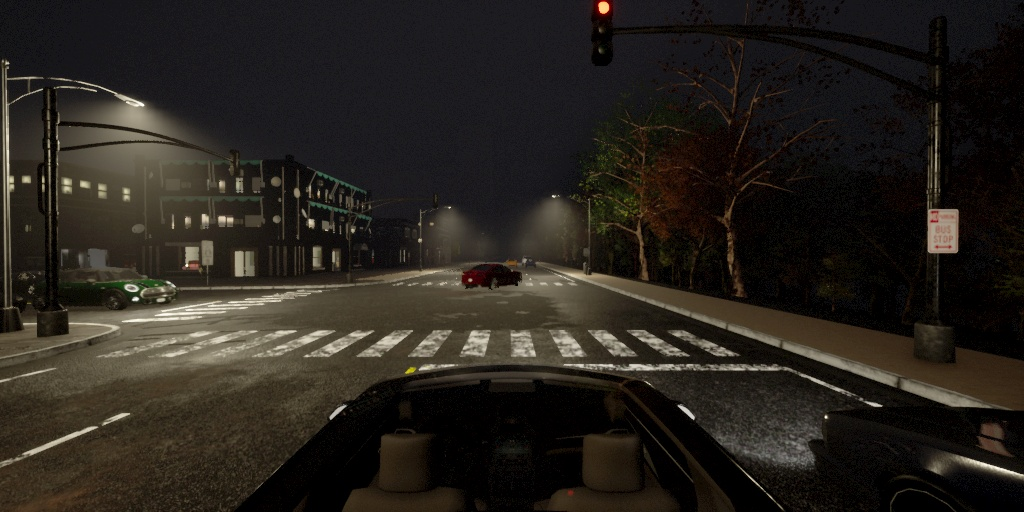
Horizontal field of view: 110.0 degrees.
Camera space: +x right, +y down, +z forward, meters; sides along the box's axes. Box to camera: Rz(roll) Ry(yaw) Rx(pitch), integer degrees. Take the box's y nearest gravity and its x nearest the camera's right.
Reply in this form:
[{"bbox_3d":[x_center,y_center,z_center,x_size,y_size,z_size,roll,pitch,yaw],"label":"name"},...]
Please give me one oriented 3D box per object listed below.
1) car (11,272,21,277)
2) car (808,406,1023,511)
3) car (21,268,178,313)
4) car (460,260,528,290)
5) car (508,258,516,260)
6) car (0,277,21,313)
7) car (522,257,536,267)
[{"bbox_3d":[-28.317,1.559,21.037,4.403,1.370,2.007,0,0,0],"label":"car"},{"bbox_3d":[3.353,1.298,0.426,2.033,1.411,5.357,0,0,0],"label":"car"},{"bbox_3d":[-17.002,1.290,15.147,4.553,1.767,2.097,-1,1,2],"label":"car"},{"bbox_3d":[-1.156,1.222,22.414,1.882,1.535,5.008,1,1,30],"label":"car"},{"bbox_3d":[-0.021,1.204,63.034,1.882,1.535,5.008,0,0,0],"label":"car"},{"bbox_3d":[-19.968,1.564,12.541,4.313,1.339,1.948,0,0,0],"label":"car"},{"bbox_3d":[3.233,1.273,63.031,2.033,1.411,5.357,0,0,0],"label":"car"}]
